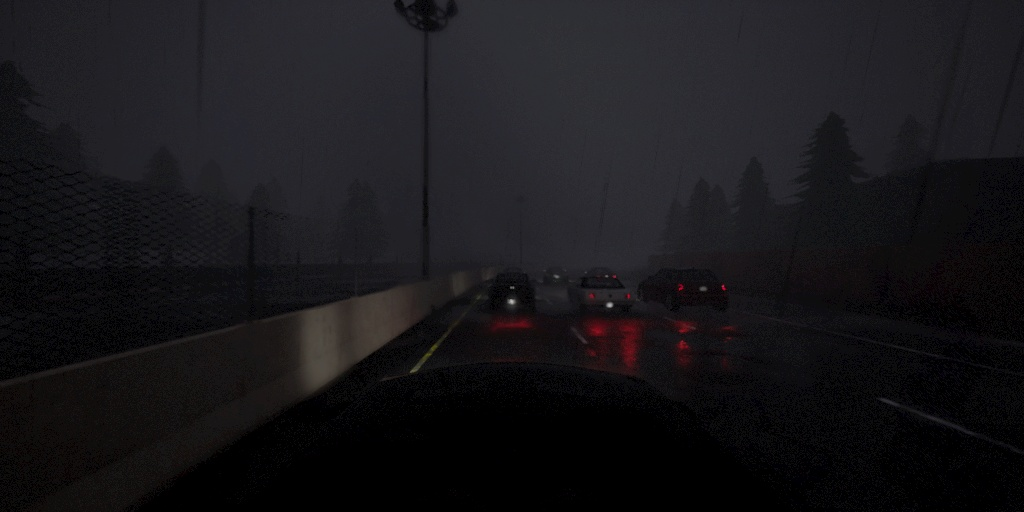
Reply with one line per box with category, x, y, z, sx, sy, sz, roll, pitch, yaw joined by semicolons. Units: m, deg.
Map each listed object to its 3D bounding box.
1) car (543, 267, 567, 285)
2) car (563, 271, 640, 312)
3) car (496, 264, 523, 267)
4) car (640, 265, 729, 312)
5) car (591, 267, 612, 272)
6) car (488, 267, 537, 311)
car;3.650;1.624;29.877;1.994;1.385;4.181;0;-1;4
car;3.522;1.498;15.082;1.895;1.301;4.718;0;-1;0
car;0.089;1.600;29.233;2.033;1.411;5.357;0;-1;3
car;7.025;1.250;15.254;2.097;1.767;4.553;0;-1;0
car;7.090;1.598;29.044;2.033;1.411;5.357;0;-1;3
car;0.025;1.407;15.329;1.837;1.490;4.892;0;0;0
